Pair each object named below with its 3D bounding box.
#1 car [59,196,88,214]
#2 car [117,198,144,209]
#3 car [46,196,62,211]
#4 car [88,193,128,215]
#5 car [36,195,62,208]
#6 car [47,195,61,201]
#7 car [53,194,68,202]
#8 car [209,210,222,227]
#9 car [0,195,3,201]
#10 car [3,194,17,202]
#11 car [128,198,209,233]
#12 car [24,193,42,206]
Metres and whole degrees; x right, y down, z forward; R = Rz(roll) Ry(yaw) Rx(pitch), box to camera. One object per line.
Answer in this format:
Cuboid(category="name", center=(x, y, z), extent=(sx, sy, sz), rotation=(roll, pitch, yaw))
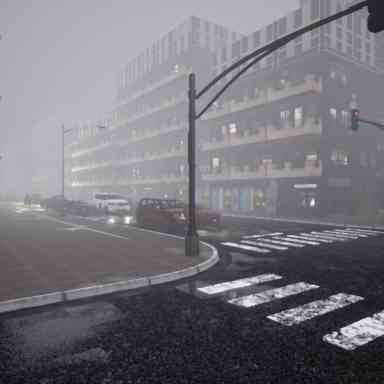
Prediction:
Cuboid(category="car", center=(-11.513, 1.446, 33.436), extent=(1.887, 1.381, 4.507), rotation=(0, 0, -36))
Cuboid(category="car", center=(-8.038, 1.469, 42.937), extent=(1.802, 1.307, 4.206), rotation=(0, 0, -36))
Cuboid(category="car", center=(-14.831, 1.453, 38.028), extent=(1.947, 1.339, 4.313), rotation=(0, 0, -36))
Cuboid(category="car", center=(-8.206, 1.127, 33.290), extent=(2.150, 2.045, 5.566), rotation=(0, 0, -35))
Cuboid(category="car", center=(-18.149, 1.438, 42.621), extent=(1.947, 1.339, 4.313), rotation=(0, 0, -36))
Cuboid(category="car", center=(-31.258, 1.382, 75.075), extent=(2.008, 1.369, 4.403), rotation=(0, 0, -36))
Cuboid(category="car", center=(-27.941, 1.272, 70.485), extent=(1.967, 1.590, 4.097), rotation=(0, 0, -36))
Cuboid(category="car", center=(-0.090, 1.425, 22.043), extent=(1.882, 1.535, 5.008), rotation=(0, 0, -36))
Cuboid(category="car", center=(-41.370, 1.271, 74.759), extent=(1.967, 1.590, 4.097), rotation=(0, 0, -36))
Cuboid(category="car", center=(-38.052, 1.413, 70.169), extent=(1.802, 1.307, 4.206), rotation=(0, 0, -36))
Cuboid(category="car", center=(-1.560, 1.266, 19.661), extent=(2.192, 1.841, 5.009), rotation=(0, 0, -36))
Cuboid(category="car", center=(-24.782, 1.163, 51.802), extent=(2.192, 1.841, 5.009), rotation=(0, 0, -36))
